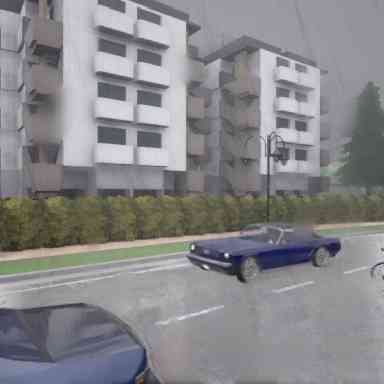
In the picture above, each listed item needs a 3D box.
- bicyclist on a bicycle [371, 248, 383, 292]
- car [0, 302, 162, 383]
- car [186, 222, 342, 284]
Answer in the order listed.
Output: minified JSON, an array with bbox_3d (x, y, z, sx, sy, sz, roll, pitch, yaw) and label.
[{"bbox_3d":[4.617,1.453,7.041,0.582,1.620,1.656,0,0,-37],"label":"bicyclist on a bicycle"},{"bbox_3d":[-2.774,1.548,1.867,5.357,1.411,2.033,0,0,-37],"label":"car"},{"bbox_3d":[2.201,1.601,9.719,4.718,1.301,1.895,0,0,-34],"label":"car"}]
